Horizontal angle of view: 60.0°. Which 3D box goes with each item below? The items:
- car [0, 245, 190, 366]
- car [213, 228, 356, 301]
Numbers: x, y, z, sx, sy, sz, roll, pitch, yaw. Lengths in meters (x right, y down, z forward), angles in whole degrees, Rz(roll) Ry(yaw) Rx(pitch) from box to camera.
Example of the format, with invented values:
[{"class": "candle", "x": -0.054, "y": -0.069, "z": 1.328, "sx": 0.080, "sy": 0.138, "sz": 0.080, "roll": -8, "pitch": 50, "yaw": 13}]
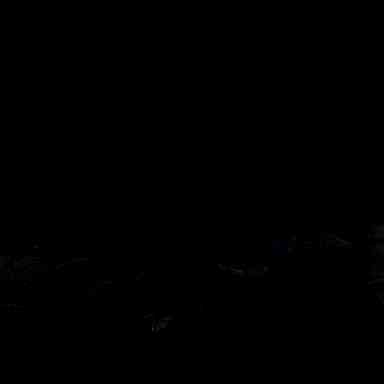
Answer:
[{"class": "car", "x": -2.032, "y": 1.566, "z": 5.087, "sx": 4.313, "sy": 1.339, "sz": 1.947, "roll": 0, "pitch": 0, "yaw": -35}, {"class": "car", "x": 2.448, "y": 1.582, "z": 8.280, "sx": 4.206, "sy": 1.307, "sz": 1.802, "roll": 0, "pitch": 0, "yaw": -35}]
